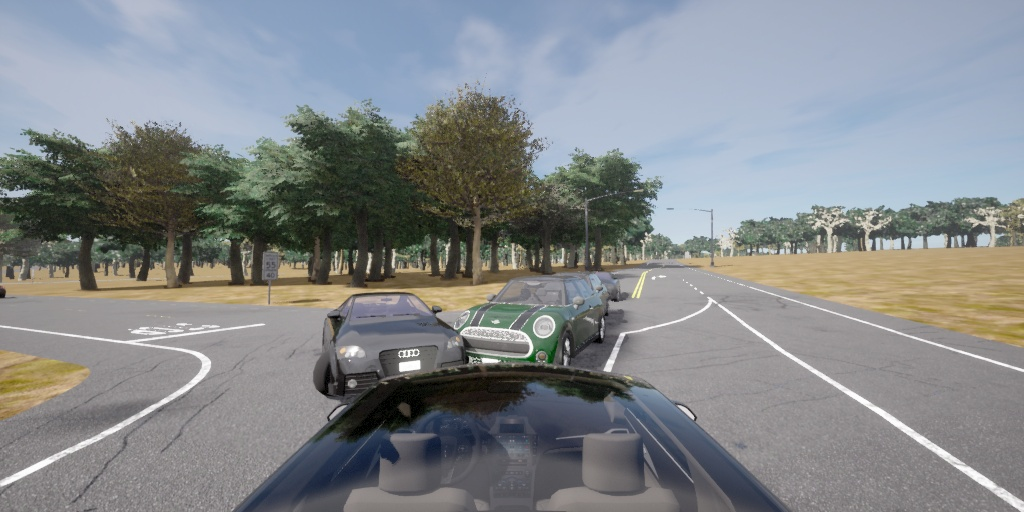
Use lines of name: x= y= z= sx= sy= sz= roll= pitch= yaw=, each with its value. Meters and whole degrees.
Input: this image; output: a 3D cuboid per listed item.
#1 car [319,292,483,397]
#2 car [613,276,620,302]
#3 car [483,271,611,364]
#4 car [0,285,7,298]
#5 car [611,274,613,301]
car: x=-2.355 y=1.376 z=6.633 sx=1.994 sy=1.385 sz=4.181 roll=1 pitch=-2 yaw=-29
car: x=4.519 y=1.506 z=18.652 sx=1.994 sy=1.385 sz=4.181 roll=-1 pitch=0 yaw=20
car: x=0.616 y=1.218 z=7.838 sx=2.097 sy=1.767 sz=4.553 roll=-1 pitch=-2 yaw=26
car: x=-40.862 y=2.563 z=27.396 sx=4.181 sy=1.385 sz=1.994 roll=-2 pitch=-3 yaw=22
car: x=2.022 y=1.344 z=12.151 sx=2.097 sy=1.767 sz=4.553 roll=-1 pitch=-1 yaw=21
